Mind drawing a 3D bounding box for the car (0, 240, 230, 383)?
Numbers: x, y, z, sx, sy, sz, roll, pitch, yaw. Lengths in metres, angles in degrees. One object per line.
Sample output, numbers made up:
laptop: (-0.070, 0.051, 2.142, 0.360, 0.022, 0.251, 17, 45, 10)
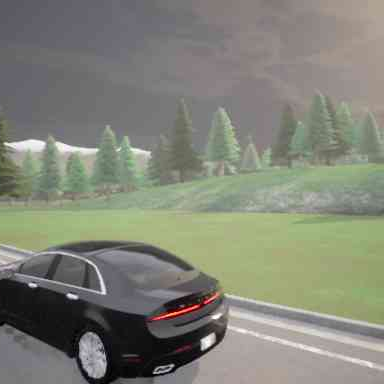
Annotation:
car: (-1.722, 1.559, 5.465, 4.892, 1.490, 1.837, -1, 0, 38)
